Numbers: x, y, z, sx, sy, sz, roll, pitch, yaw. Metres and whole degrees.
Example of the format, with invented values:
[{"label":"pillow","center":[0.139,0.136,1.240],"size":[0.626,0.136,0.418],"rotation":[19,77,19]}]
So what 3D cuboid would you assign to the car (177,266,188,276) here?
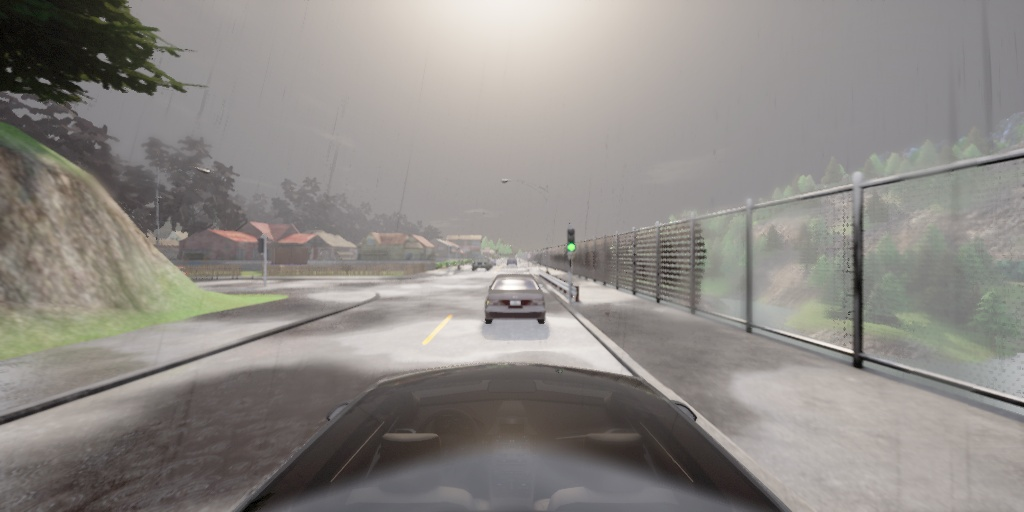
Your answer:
[{"label":"car","center":[-24.673,0.952,23.544],"size":[5.566,2.045,2.150],"rotation":[0,0,0]}]

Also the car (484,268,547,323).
[{"label":"car","center":[0.086,1.289,12.037],"size":[2.033,1.411,5.357],"rotation":[0,0,0]}]

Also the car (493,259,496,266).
[{"label":"car","center":[-4.054,1.249,58.165],"size":[2.033,1.411,5.357],"rotation":[0,0,0]}]

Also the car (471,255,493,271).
[{"label":"car","center":[-4.091,0.931,47.922],"size":[2.150,2.045,5.566],"rotation":[0,0,0]}]
